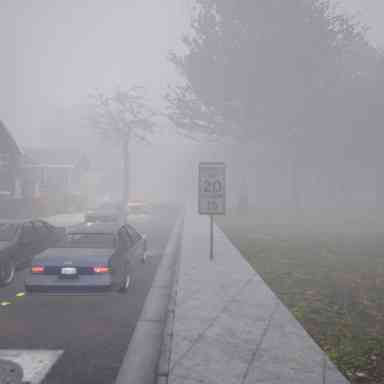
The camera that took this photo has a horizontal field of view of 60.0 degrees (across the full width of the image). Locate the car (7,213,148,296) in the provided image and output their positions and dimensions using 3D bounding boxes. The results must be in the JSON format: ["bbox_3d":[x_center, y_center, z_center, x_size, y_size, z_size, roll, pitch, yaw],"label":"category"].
[{"bbox_3d":[-2.340,1.512,8.732,2.033,1.411,5.357,0,0,-1],"label":"car"}]

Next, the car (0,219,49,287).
[{"bbox_3d":[-5.200,1.490,9.415,2.033,1.411,5.357,0,0,-1],"label":"car"}]

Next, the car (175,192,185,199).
[{"bbox_3d":[-3.472,0.939,92.678,2.150,2.045,5.566,0,0,-1],"label":"car"}]

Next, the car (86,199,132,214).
[{"bbox_3d":[-5.358,1.378,21.299,1.882,1.535,5.008,0,0,-1],"label":"car"}]

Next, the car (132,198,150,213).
[{"bbox_3d":[-5.510,1.334,34.219,1.882,1.535,5.008,0,0,-1],"label":"car"}]
